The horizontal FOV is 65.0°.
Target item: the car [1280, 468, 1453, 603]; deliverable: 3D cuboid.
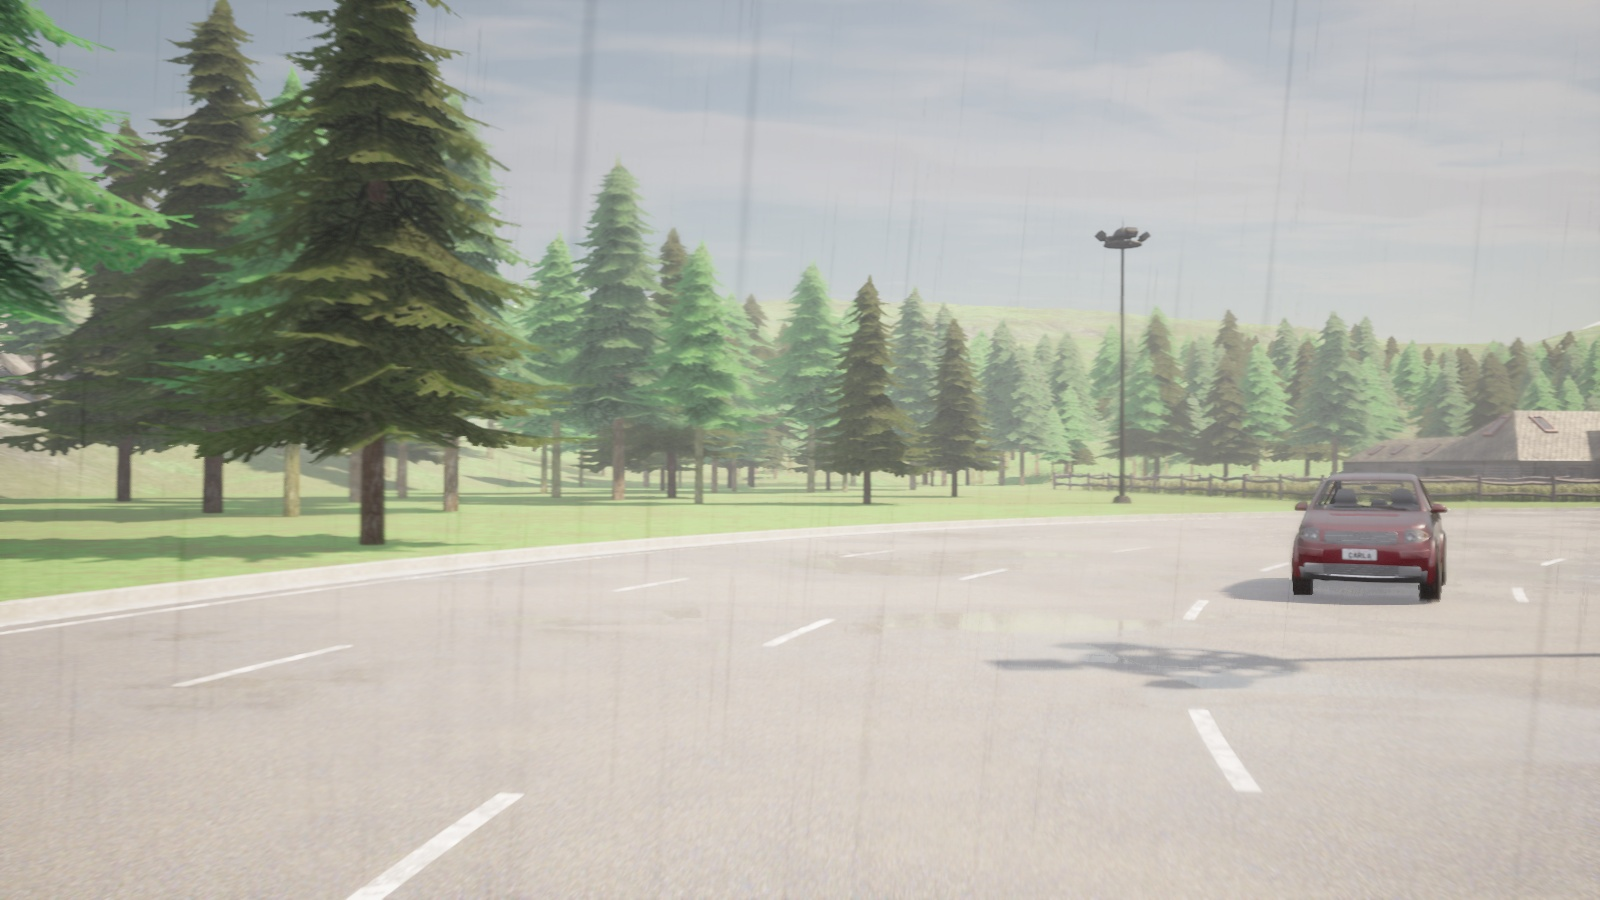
[{"bbox_3d":[7.536,1.023,16.520,1.789,1.549,3.705,-1,-1,29],"label":"car"}]
